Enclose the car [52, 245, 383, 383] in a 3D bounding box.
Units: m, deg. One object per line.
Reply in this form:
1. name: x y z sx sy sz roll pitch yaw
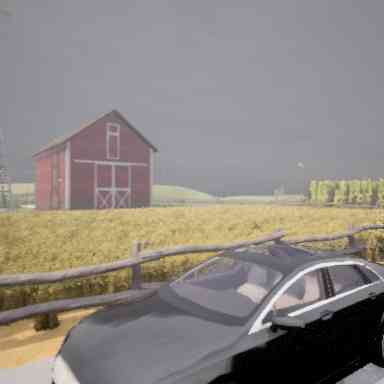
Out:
1. car: 0.905 1.498 4.143 4.902 1.511 2.128 0 0 -35
